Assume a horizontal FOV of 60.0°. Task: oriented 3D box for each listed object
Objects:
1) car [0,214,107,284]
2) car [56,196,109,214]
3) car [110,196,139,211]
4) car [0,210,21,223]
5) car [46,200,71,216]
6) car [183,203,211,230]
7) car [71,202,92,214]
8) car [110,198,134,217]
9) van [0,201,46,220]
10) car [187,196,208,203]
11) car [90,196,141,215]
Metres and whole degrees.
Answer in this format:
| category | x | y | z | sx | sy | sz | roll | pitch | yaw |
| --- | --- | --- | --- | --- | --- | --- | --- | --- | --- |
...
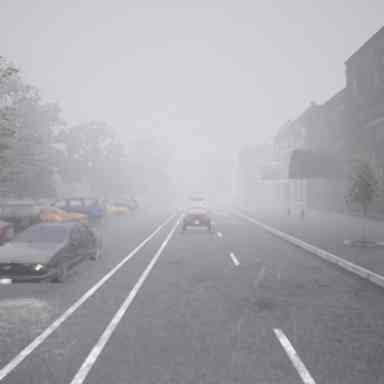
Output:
| category | x | y | z | sx | sy | sz | roll | pitch | yaw |
| --- | --- | --- | --- | --- | --- | --- | --- | --- | --- |
| car | -4.172 | 1.644 | 10.140 | 2.033 | 1.411 | 5.357 | 0 | 0 | 0 |
| car | -9.234 | 1.435 | 24.328 | 5.566 | 2.045 | 2.435 | -1 | 0 | -19 |
| car | -9.037 | 1.495 | 36.193 | 5.566 | 2.045 | 2.435 | -1 | -1 | -19 |
| car | -9.372 | 1.633 | 12.481 | 4.792 | 1.488 | 2.163 | -1 | 0 | -19 |
| car | -9.304 | 1.523 | 18.409 | 4.553 | 1.767 | 2.185 | -1 | -1 | -19 |
| car | 0.327 | 1.716 | 22.675 | 1.812 | 1.442 | 4.674 | 0 | 0 | 1 |
| car | -9.247 | 1.668 | 21.382 | 5.008 | 1.535 | 2.097 | -1 | -1 | -19 |
| car | -8.930 | 1.728 | 33.293 | 5.366 | 1.575 | 1.946 | -1 | -1 | -19 |
| van | -9.418 | 1.402 | 15.412 | 4.442 | 1.987 | 1.878 | -1 | 0 | -19 |
| car | 0.546 | 1.505 | 40.709 | 2.150 | 2.045 | 5.566 | 0 | 0 | 1 |
| car | -9.049 | 1.509 | 39.121 | 5.566 | 2.045 | 2.435 | -1 | 0 | -19 |
